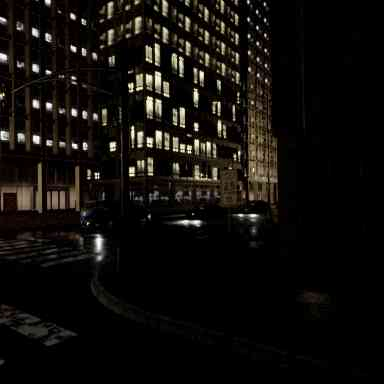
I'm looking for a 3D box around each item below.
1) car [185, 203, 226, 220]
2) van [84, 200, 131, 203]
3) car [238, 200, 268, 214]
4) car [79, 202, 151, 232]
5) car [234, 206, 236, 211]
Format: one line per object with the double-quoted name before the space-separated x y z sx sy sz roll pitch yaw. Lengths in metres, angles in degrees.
"car" 1.236 1.649 29.051 1.994 1.385 4.181 -1 -1 36
"van" -5.966 1.460 23.481 1.690 1.788 3.998 -2 -1 36
"car" 7.132 1.631 37.240 1.812 1.442 4.674 -1 -1 36
"car" -4.623 1.571 20.946 1.837 1.490 4.892 -1 -1 33
"car" 6.891 1.689 41.374 1.752 1.417 4.829 -2 -1 36
